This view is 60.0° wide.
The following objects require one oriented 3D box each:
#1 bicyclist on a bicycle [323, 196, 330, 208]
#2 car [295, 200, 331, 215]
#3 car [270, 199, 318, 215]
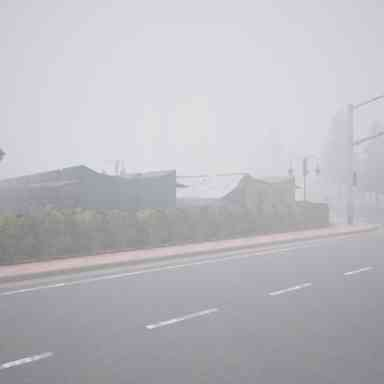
[{"bbox_3d":[17.886,1.302,44.318,1.656,1.620,0.582,0,0,-37],"label":"bicyclist on a bicycle"},{"bbox_3d":[9.968,1.547,30.812,2.033,1.411,5.357,0,0,-37],"label":"car"},{"bbox_3d":[10.801,1.525,35.527,1.812,1.442,4.674,0,0,-38],"label":"car"}]
